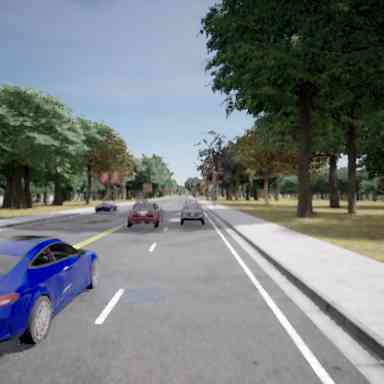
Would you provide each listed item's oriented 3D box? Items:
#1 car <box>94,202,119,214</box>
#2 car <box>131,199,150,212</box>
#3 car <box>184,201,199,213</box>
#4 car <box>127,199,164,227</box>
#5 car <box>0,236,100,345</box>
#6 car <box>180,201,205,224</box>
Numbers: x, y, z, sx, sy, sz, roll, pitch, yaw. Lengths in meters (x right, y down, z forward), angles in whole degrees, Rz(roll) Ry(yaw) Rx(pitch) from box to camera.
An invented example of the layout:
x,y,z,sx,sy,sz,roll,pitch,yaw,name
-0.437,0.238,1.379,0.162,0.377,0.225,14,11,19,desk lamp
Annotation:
x,y,z,sx,sy,sz,roll,pitch,yaw,name
-9.994,1.830,39.200,1.895,1.301,4.718,0,0,0,car
-6.778,1.770,44.110,1.837,1.490,4.892,0,0,0,car
-0.080,1.856,42.738,1.895,1.301,4.718,0,0,0,car
-3.207,1.480,23.768,2.097,1.767,4.553,0,0,0,car
-3.155,1.558,6.302,1.812,1.442,4.674,0,0,0,car
0.031,1.690,26.242,2.033,1.411,5.357,0,0,0,car
